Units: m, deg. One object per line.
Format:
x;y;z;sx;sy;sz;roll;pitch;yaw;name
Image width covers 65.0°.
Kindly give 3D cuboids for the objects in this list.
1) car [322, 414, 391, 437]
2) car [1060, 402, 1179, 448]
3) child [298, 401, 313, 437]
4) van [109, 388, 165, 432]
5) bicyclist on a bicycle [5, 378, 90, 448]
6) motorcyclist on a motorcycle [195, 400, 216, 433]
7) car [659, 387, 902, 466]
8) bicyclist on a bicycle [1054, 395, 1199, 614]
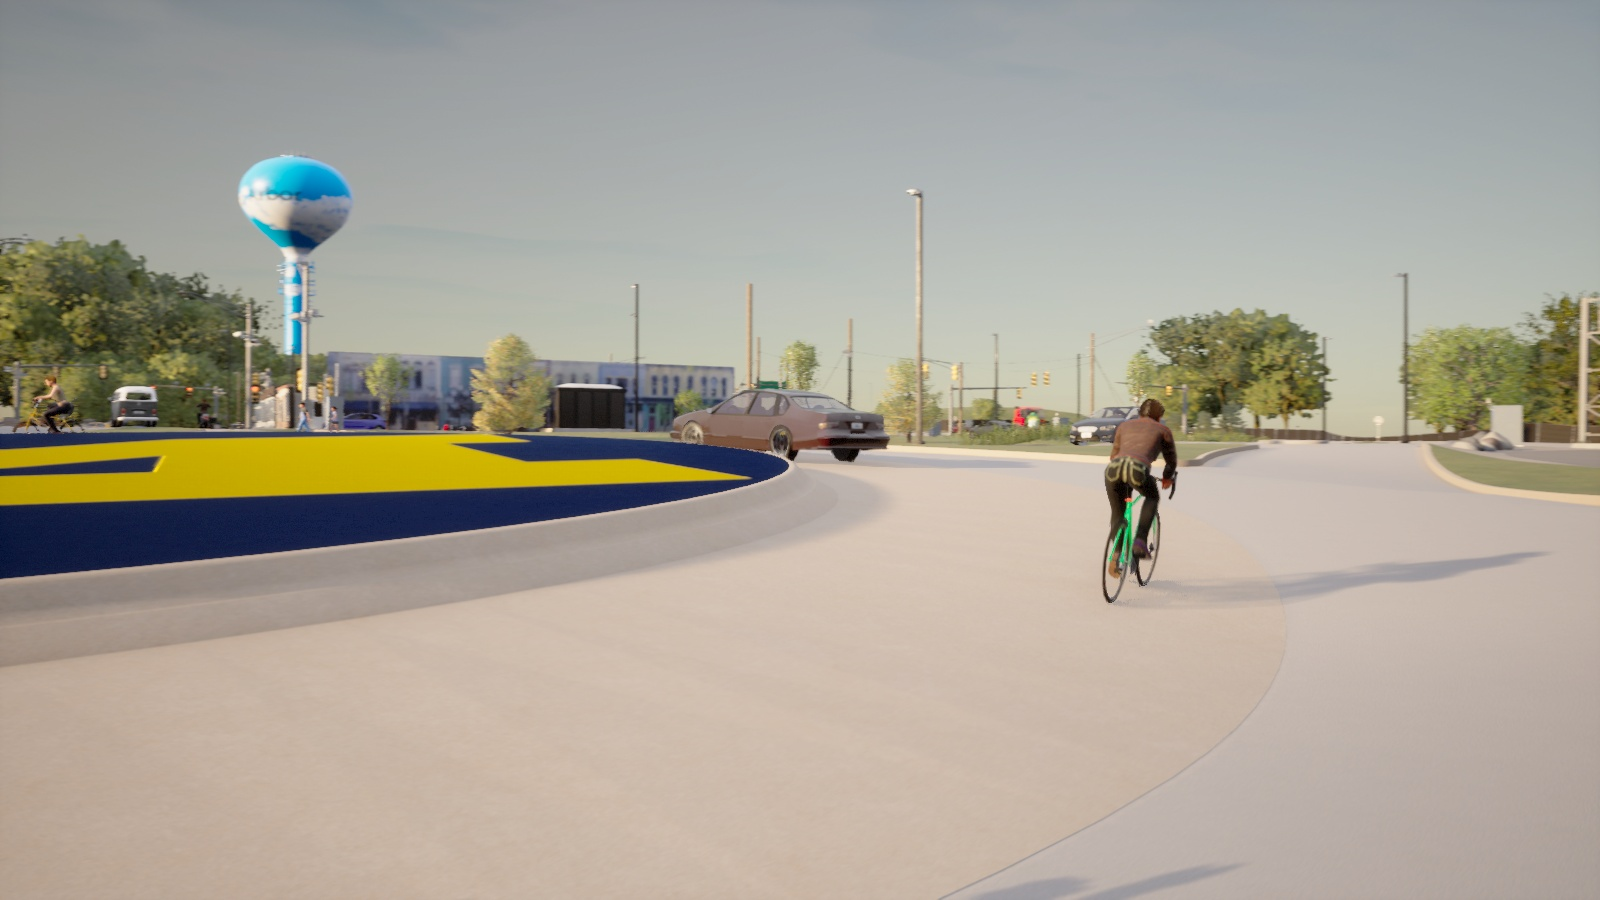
-29.755;-1.616;84.282;4.193;1.474;1.816;1;-1;-27;car
11.461;-0.887;44.856;2.128;1.511;4.902;0;1;41;car
-17.626;-1.107;44.769;0.437;1.263;0.270;0;0;-38;child
-33.343;-1.968;63.080;2.069;2.038;4.480;0;0;-33;van
-17.770;-0.883;29.698;1.509;1.612;0.866;-1;2;-16;bicyclist on a bicycle
-30.692;-1.733;64.832;0.766;1.649;2.350;0;0;-30;motorcyclist on a motorcycle
-0.547;-0.533;25.603;2.033;1.411;5.357;0;3;-39;car
2.727;0.385;10.386;0.582;1.620;1.656;7;6;30;bicyclist on a bicycle
